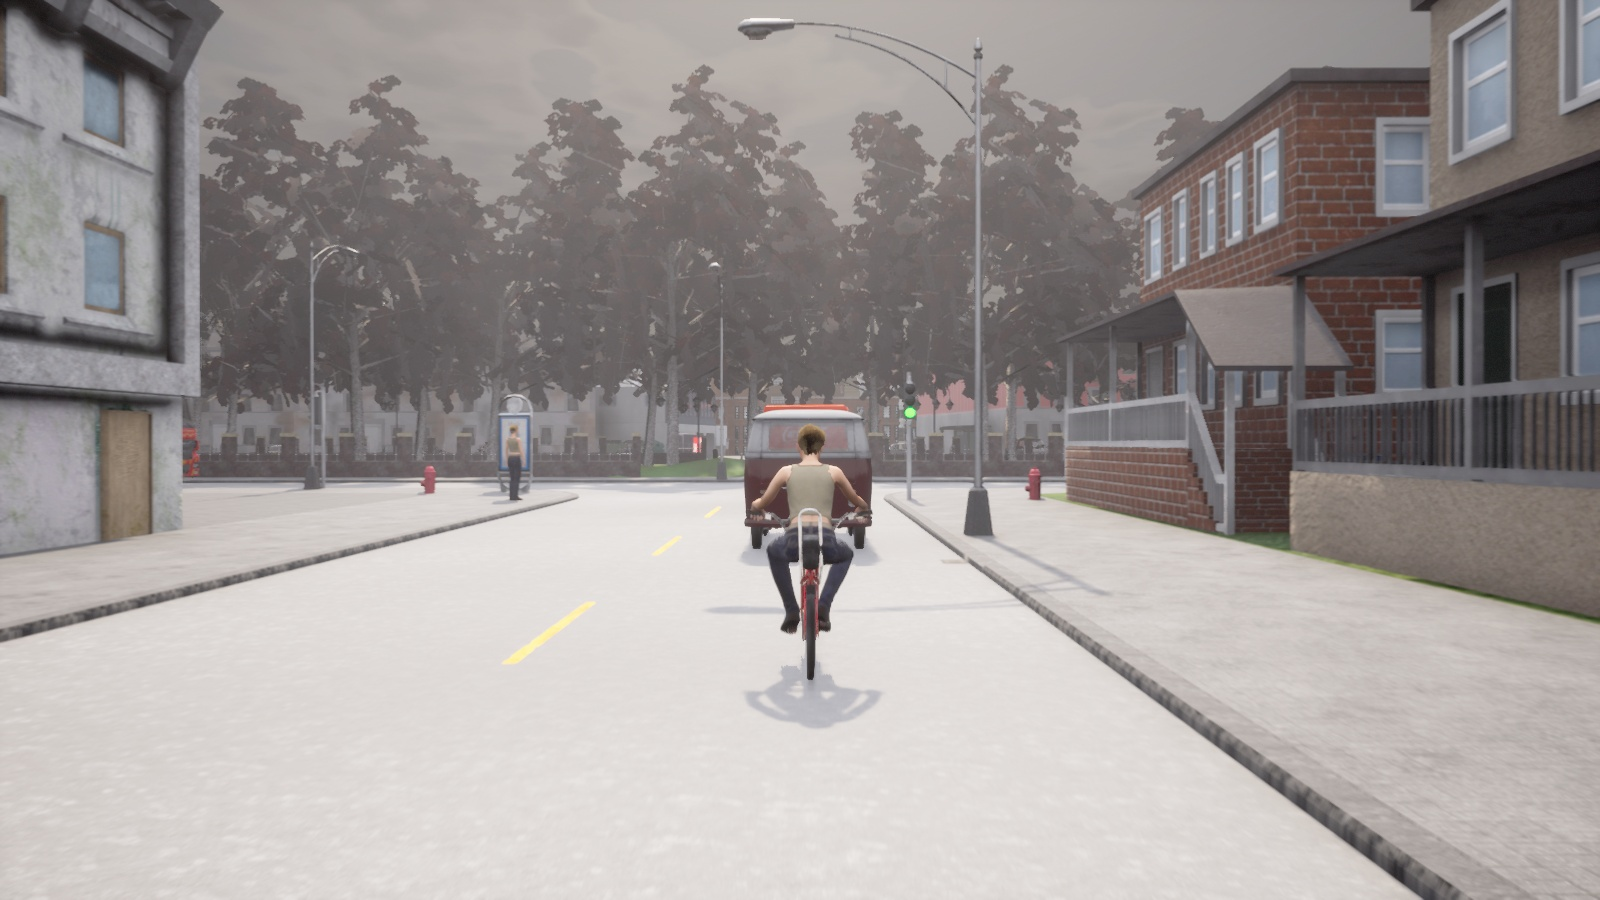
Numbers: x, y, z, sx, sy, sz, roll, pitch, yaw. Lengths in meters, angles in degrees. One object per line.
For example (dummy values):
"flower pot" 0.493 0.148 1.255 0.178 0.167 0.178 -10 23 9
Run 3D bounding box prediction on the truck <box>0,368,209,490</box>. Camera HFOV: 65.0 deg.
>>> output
"truck" -24.218 -0.669 41.056 8.468 3.827 2.891 0 0 1

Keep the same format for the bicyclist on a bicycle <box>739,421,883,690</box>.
"bicyclist on a bicycle" 0.067 0.637 8.291 0.866 1.612 1.509 0 -1 0

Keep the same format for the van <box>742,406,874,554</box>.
"van" 0.122 0.391 19.126 1.775 1.987 4.442 0 0 0

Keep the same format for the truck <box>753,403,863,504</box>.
"truck" 0.317 0.071 33.541 2.627 2.467 5.204 0 0 4

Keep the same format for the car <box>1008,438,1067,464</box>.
"car" 17.053 0.048 90.157 3.866 1.878 1.905 0 0 0

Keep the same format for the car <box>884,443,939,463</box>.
"car" 8.013 0.210 90.200 3.806 1.475 1.970 0 0 1

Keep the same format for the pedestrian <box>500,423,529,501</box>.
"pedestrian" -6.837 0.281 30.062 0.345 1.836 0.594 0 0 32
